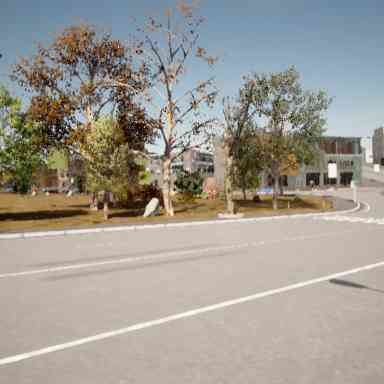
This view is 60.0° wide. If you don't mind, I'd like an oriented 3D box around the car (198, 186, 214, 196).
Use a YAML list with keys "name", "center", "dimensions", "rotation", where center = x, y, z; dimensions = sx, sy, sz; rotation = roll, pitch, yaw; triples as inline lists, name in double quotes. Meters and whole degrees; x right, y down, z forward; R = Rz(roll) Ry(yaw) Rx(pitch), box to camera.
- name: "car"
  center: [3.584, -0.202, 65.964]
  dimensions: [2.435, 2.045, 5.566]
  rotation: [-1, 2, 16]

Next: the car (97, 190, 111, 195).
- name: "car"
  center: [-22.426, 0.070, 85.705]
  dimensions: [1.946, 1.575, 5.366]
  rotation: [0, 3, 19]

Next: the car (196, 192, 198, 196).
- name: "car"
  center: [1.196, -0.164, 67.783]
  dimensions: [2.435, 2.045, 5.566]
  rotation: [-2, 2, 16]

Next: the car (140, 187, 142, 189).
- name: "car"
  center: [-13.040, -0.061, 78.485]
  dimensions: [2.435, 2.045, 5.566]
  rotation: [0, 2, 18]

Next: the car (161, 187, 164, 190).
- name: "car"
  center: [-5.948, -0.068, 73.119]
  dimensions: [2.435, 2.045, 5.566]
  rotation: [-2, 2, 17]

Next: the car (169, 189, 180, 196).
- name: "car"
  center: [-3.611, 0.165, 71.125]
  dimensions: [1.946, 1.575, 5.366]
  rotation: [-1, 2, 17]
